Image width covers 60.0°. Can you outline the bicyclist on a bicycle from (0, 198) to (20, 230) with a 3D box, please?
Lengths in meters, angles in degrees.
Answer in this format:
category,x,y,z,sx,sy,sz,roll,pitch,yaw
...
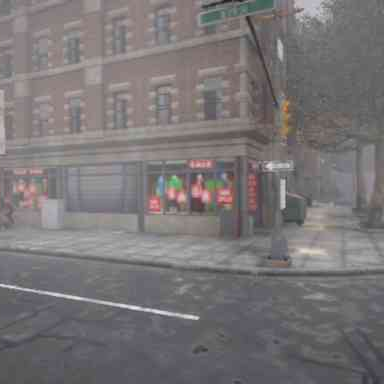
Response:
category,x,y,z,sx,sy,sz,roll,pitch,yaw
bicyclist on a bicycle,-9.362,1.137,16.704,0.582,1.620,1.656,0,1,25
